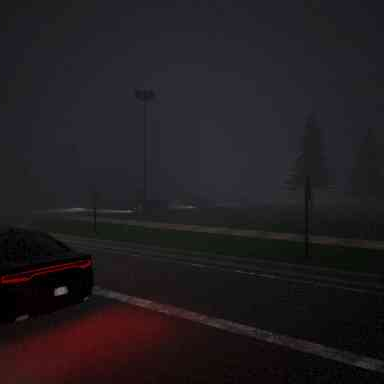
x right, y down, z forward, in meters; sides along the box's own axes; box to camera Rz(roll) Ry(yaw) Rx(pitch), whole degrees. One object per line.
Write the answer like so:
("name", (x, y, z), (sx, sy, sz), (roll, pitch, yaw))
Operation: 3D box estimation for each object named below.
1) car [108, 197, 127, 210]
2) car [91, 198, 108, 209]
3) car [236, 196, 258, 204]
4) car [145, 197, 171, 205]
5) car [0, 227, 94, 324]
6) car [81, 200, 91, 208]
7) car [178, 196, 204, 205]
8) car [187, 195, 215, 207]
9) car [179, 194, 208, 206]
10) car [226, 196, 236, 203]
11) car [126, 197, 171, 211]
("car", (-8.156, 1.526, 42.940), (1.812, 1.442, 4.674), (0, 0, 34))
("car", (-10.722, 1.491, 45.409), (2.128, 1.511, 4.902), (0, 0, 35))
("car", (10.804, 1.601, 63.819), (1.895, 1.301, 4.718), (0, 0, 36))
("car", (-5.850, 1.600, 58.442), (1.895, 1.301, 4.718), (0, 0, 35))
("car", (-4.162, 1.478, 6.935), (5.008, 1.535, 1.882), (0, 0, 36))
("car", (-13.620, 1.564, 47.384), (1.994, 1.385, 4.181), (0, 0, 34))
("car", (-0.141, 1.548, 60.478), (2.033, 1.411, 5.357), (0, 0, 35))
("car", (1.667, 1.564, 50.865), (1.994, 1.385, 4.181), (0, 0, 36))
("car", (0.146, 1.352, 54.800), (2.097, 1.767, 4.553), (0, 0, 35))
("car", (8.754, 1.502, 66.925), (2.033, 1.411, 5.357), (0, 0, 35))
("car", (-5.134, 1.547, 41.189), (2.033, 1.411, 5.357), (0, 0, 35))
